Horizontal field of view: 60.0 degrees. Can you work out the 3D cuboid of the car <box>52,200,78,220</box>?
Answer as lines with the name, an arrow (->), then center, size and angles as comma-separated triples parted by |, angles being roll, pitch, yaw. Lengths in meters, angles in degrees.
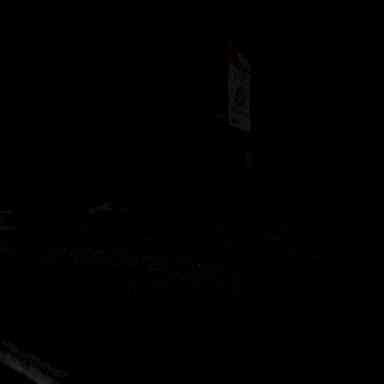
car -> -9.052, 1.496, 29.005 | 2.097, 1.535, 5.008 | 0, 0, 36

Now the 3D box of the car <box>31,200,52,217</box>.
car -> -11.722, 1.502, 30.898 | 2.231, 1.521, 4.892 | 0, 0, 36

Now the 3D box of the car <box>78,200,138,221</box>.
car -> -6.495, 1.531, 27.168 | 2.002, 1.452, 4.674 | 0, 0, 36

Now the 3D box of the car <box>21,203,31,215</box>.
car -> -14.386, 1.546, 32.805 | 2.002, 1.452, 4.674 | 0, 0, 36
